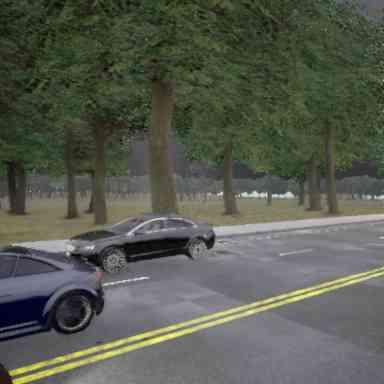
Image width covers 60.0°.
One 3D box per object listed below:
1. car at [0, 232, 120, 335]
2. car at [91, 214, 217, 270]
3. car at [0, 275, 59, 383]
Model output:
[{"bbox_3d":[-3.529,1.564,5.160,4.181,1.385,1.994,0,0,-36],"label":"car"},{"bbox_3d":[-1.447,1.481,10.637,4.902,1.511,2.128,0,0,-35],"label":"car"},{"bbox_3d":[-2.918,1.568,1.358,4.181,1.385,1.994,0,0,-36],"label":"car"}]
